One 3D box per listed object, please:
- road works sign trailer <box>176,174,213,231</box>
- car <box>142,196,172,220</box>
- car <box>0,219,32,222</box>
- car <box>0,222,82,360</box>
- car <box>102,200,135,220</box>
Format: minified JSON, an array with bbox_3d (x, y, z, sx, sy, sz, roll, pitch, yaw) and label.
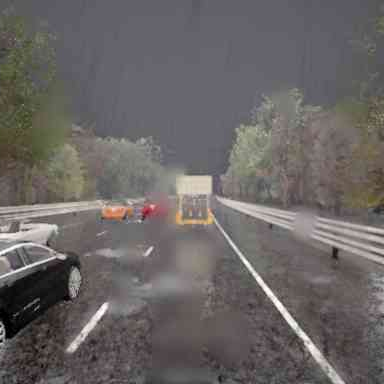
[{"bbox_3d":[0.154,0.613,21.890,2.380,3.560,2.880,0,0,2],"label":"road works sign trailer"},{"bbox_3d":[-3.121,1.406,29.875,2.150,2.045,5.566,0,0,1],"label":"car"},{"bbox_3d":[-6.845,1.660,12.606,1.895,1.301,4.718,0,0,0],"label":"car"},{"bbox_3d":[-3.377,1.519,5.538,2.128,1.511,4.902,0,0,0],"label":"car"},{"bbox_3d":[-6.594,1.540,30.195,2.097,1.767,4.553,0,0,1],"label":"car"}]
